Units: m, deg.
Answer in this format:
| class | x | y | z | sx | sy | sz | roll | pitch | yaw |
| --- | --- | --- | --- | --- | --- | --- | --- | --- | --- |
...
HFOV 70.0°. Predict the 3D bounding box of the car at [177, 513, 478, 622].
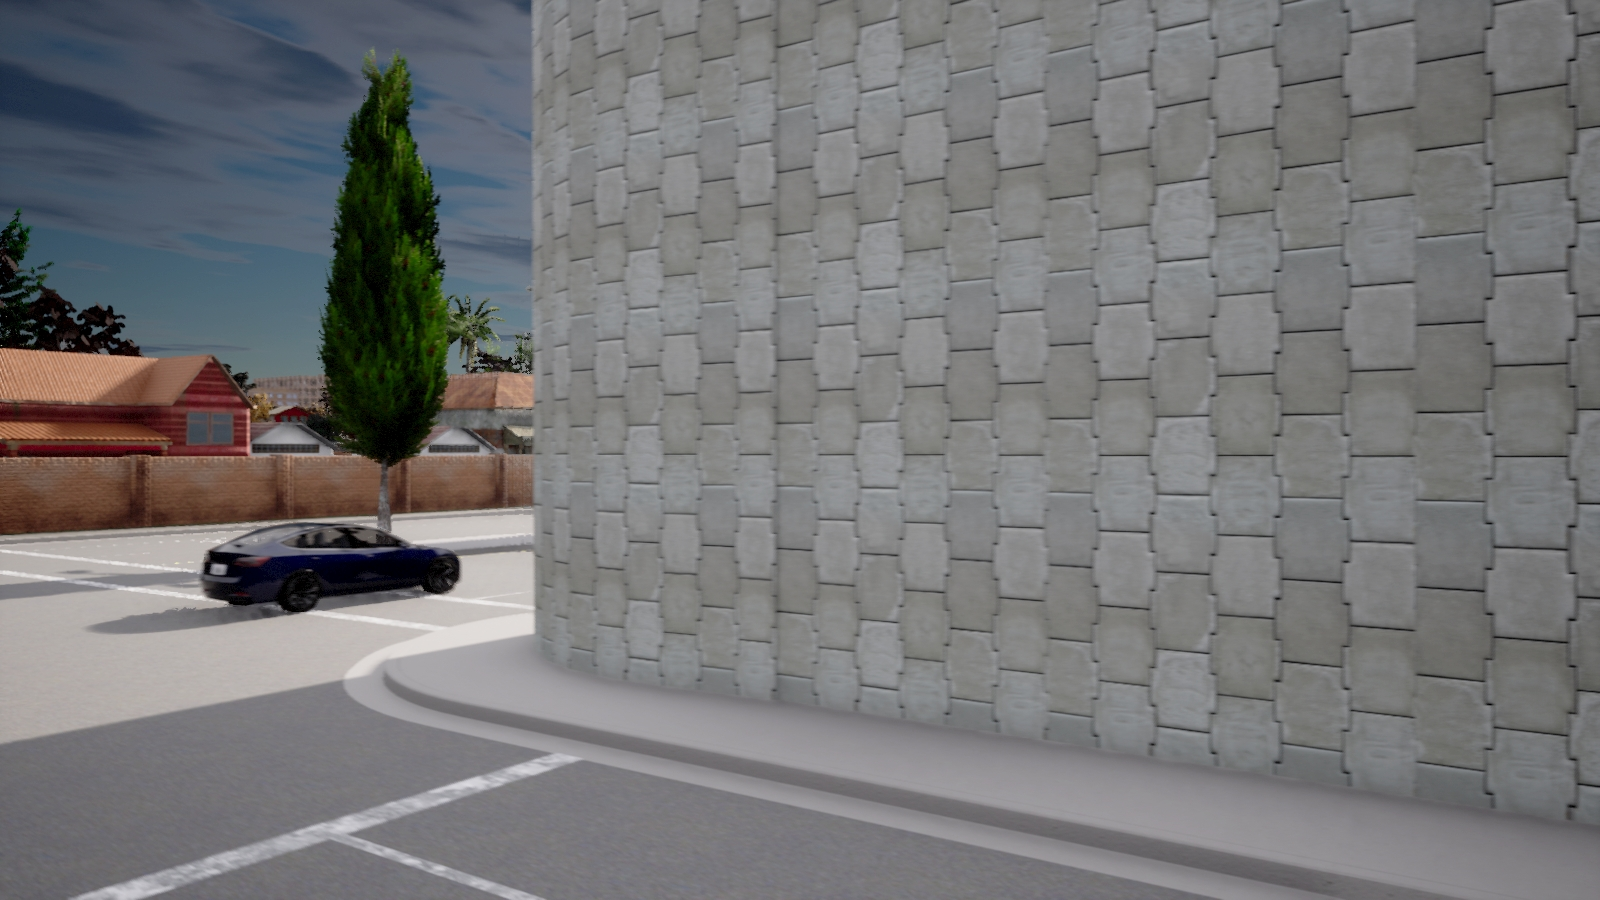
| class | x | y | z | sx | sy | sz | roll | pitch | yaw |
| --- | --- | --- | --- | --- | --- | --- | --- | --- | --- |
| car | -8.611 | 2.069 | 21.267 | 2.163 | 1.488 | 4.792 | 0 | 0 | 33 |
